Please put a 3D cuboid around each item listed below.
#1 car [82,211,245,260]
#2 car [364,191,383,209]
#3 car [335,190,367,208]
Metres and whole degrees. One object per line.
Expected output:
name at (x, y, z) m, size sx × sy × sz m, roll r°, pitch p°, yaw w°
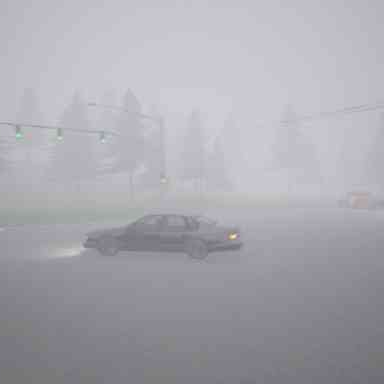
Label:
car at (-0.927, 1.383, 11.307) m, size 5.357 × 1.411 × 2.033 m, roll 0°, pitch 1°, yaw 13°
car at (18.222, 0.848, 30.527) m, size 4.674 × 1.442 × 1.812 m, roll -1°, pitch 1°, yaw -33°
car at (16.619, 0.647, 33.654) m, size 4.553 × 1.767 × 2.097 m, roll -1°, pitch 1°, yaw -32°
